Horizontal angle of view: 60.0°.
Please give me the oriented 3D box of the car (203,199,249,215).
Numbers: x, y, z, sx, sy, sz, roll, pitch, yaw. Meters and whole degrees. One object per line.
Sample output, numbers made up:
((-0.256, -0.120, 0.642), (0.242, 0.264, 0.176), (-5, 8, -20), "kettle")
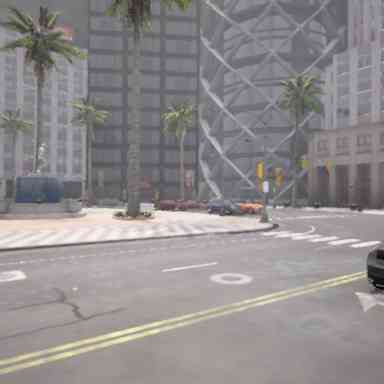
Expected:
((3.869, 1.661, 38.222), (2.097, 1.767, 4.553), (1, -1, -40), "car")

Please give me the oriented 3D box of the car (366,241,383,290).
((6.190, 1.623, 8.187), (4.892, 1.490, 1.837), (1, 0, -35), "car")

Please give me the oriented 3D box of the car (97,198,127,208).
((-12.858, 1.739, 53.152), (4.902, 1.511, 2.128), (1, -1, 11), "car")

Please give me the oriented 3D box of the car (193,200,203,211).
((0.508, 1.862, 46.756), (4.674, 1.442, 1.812), (0, 0, 37), "car")

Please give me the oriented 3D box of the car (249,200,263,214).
((6.686, 1.703, 40.245), (2.097, 1.767, 4.553), (1, -1, -39), "car")

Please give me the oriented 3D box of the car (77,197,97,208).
((-17.460, 1.783, 50.406), (4.718, 1.301, 1.895), (1, 0, 5), "car")

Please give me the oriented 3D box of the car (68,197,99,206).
((-19.858, 1.712, 60.999), (5.008, 1.535, 1.882), (1, 0, 2), "car")

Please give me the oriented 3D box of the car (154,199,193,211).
((-2.810, 1.768, 44.941), (5.008, 1.535, 1.882), (1, 0, 34), "car")
